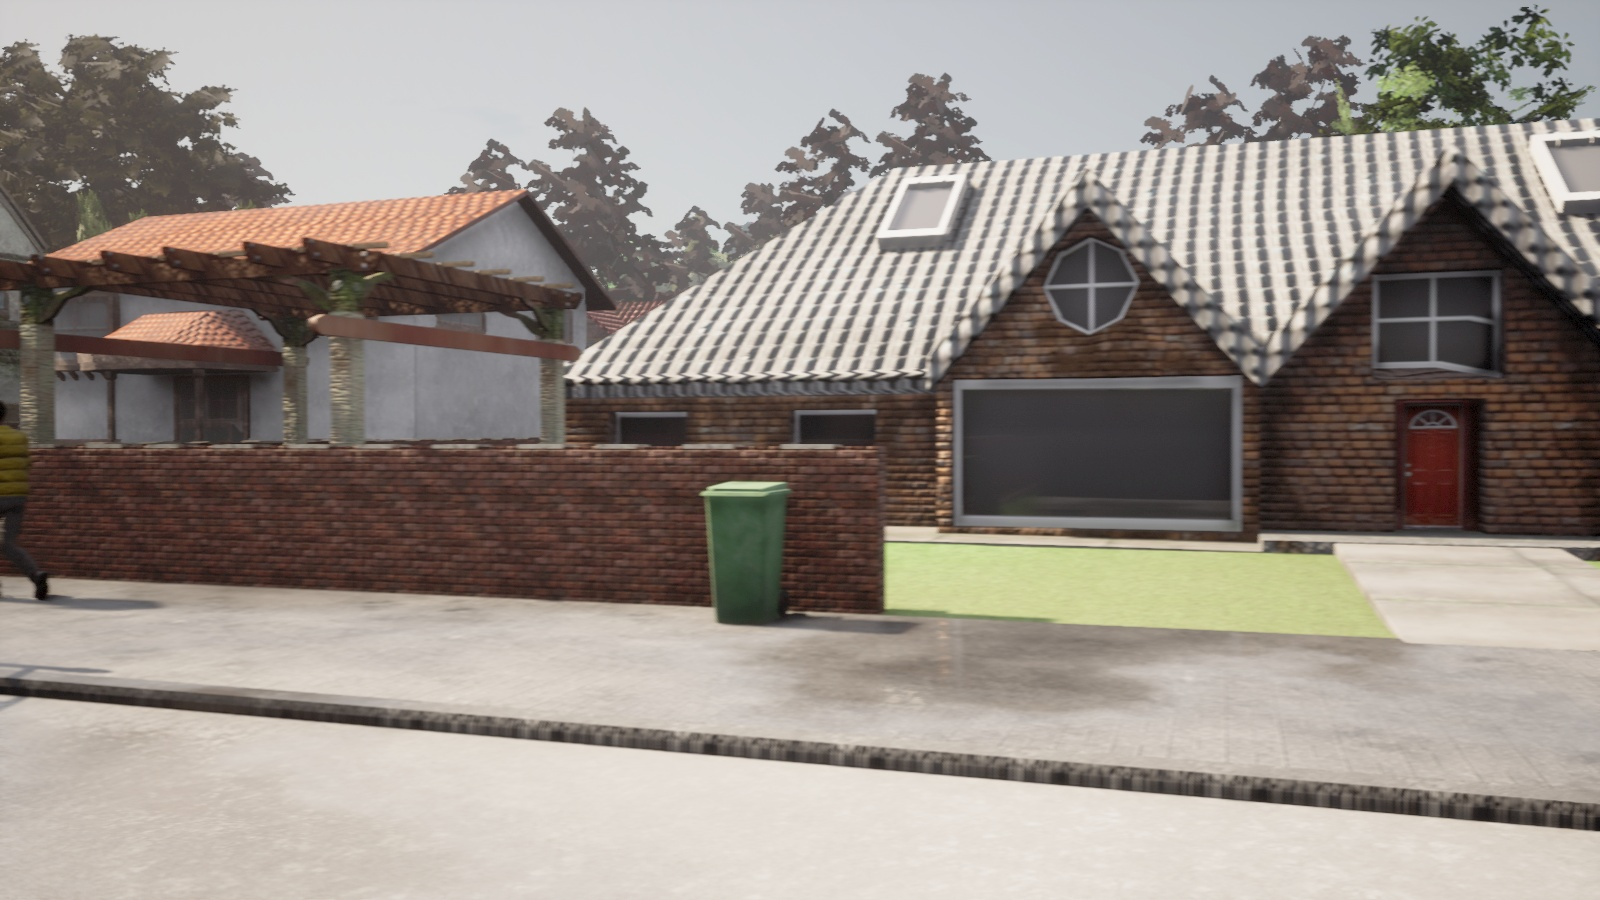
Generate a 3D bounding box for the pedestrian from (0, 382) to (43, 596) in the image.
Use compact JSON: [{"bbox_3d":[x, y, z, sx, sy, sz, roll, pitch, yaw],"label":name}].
[{"bbox_3d":[-7.147,0.332,11.074,0.709,1.840,0.431,0,1,17],"label":"pedestrian"}]
